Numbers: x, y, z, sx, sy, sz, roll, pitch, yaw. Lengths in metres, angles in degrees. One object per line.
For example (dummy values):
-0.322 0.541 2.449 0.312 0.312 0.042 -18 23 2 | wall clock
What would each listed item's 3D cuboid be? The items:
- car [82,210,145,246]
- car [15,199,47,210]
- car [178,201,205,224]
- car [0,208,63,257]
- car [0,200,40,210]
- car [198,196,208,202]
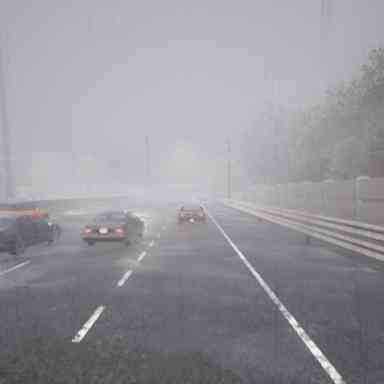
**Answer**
-3.407 1.556 15.302 2.033 1.411 5.357 0 0 0 | car
-21.086 1.665 43.894 1.895 1.301 4.718 0 0 0 | car
-0.009 1.623 24.818 1.895 1.301 4.718 0 0 0 | car
-6.906 1.553 12.975 2.033 1.411 5.357 0 0 0 | car
-10.406 1.366 19.970 2.097 1.767 4.553 0 0 0 | car
2.825 1.876 87.240 1.812 1.442 4.674 0 -1 14 | car
